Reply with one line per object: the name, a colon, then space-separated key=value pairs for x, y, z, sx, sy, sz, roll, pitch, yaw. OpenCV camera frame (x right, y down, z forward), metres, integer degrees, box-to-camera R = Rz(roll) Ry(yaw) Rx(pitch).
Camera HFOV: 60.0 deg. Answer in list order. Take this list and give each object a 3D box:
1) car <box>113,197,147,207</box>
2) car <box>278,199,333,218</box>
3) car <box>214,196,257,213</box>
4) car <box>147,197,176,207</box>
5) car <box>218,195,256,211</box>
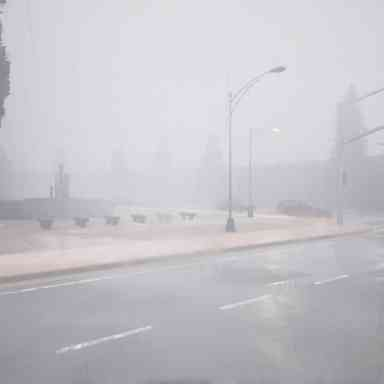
car: x=-9.774 y=1.507 z=50.116 sx=4.892 sy=1.490 sz=1.837 roll=-1 pitch=-1 yaw=26
car: x=10.523 y=1.526 z=30.440 sx=1.812 sy=1.442 sz=4.674 roll=0 pitch=0 yaw=-35
car: x=4.892 y=1.547 z=38.153 sx=2.033 sy=1.411 sz=5.357 roll=0 pitch=0 yaw=-38
car: x=-4.815 y=1.478 z=51.369 sx=5.008 sy=1.535 sz=1.882 roll=1 pitch=0 yaw=29
car: x=5.691 y=1.352 z=42.461 sx=2.097 sy=1.767 sz=4.553 roll=0 pitch=0 yaw=-42
